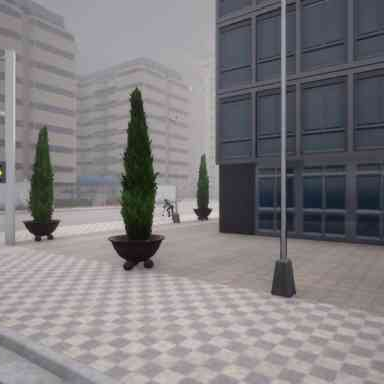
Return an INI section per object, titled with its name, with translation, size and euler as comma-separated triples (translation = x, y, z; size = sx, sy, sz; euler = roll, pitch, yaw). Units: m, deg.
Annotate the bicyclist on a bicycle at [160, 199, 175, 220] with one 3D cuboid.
[bicyclist on a bicycle]
translation = -1.890, 1.356, 25.798
size = 1.656, 1.620, 0.582
euler = 0, 0, 35
